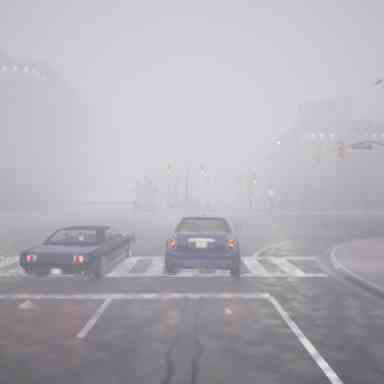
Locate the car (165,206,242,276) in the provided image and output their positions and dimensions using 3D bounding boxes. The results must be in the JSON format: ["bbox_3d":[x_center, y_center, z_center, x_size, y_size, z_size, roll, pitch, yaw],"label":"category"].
[{"bbox_3d":[0.537,1.446,10.983,2.097,1.767,4.553,0,-1,8],"label":"car"}]

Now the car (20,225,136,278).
[{"bbox_3d":[-3.178,1.691,10.449,1.895,1.301,4.718,0,0,5],"label":"car"}]
